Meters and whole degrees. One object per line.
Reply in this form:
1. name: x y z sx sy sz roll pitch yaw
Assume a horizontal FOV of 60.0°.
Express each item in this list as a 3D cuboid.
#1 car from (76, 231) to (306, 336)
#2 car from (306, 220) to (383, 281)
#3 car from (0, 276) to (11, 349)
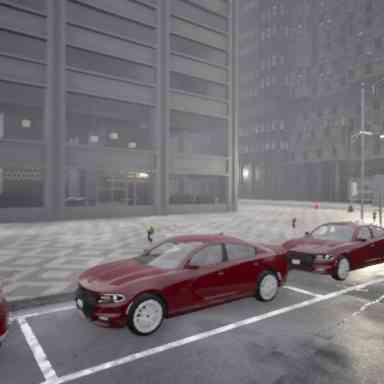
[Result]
1. car: 0.027 1.550 6.683 4.507 1.381 1.887 0 0 -35
2. car: 4.525 1.558 9.891 4.507 1.381 1.887 0 0 -35
3. car: -4.471 1.544 3.474 4.507 1.381 1.887 0 0 -35
